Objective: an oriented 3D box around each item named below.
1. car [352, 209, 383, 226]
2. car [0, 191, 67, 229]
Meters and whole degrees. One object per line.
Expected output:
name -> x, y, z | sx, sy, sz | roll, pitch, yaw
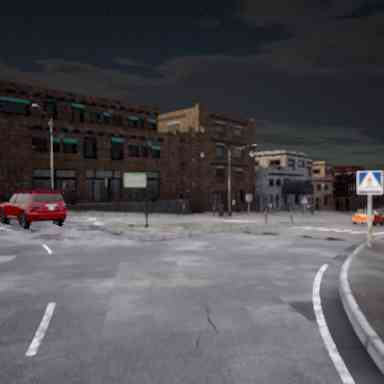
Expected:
car -> 18.444, 2.560, 34.725 | 2.097, 1.767, 4.553 | 0, -3, 42
car -> -9.498, 0.943, 19.715 | 5.566, 2.045, 2.150 | 1, 1, 43
